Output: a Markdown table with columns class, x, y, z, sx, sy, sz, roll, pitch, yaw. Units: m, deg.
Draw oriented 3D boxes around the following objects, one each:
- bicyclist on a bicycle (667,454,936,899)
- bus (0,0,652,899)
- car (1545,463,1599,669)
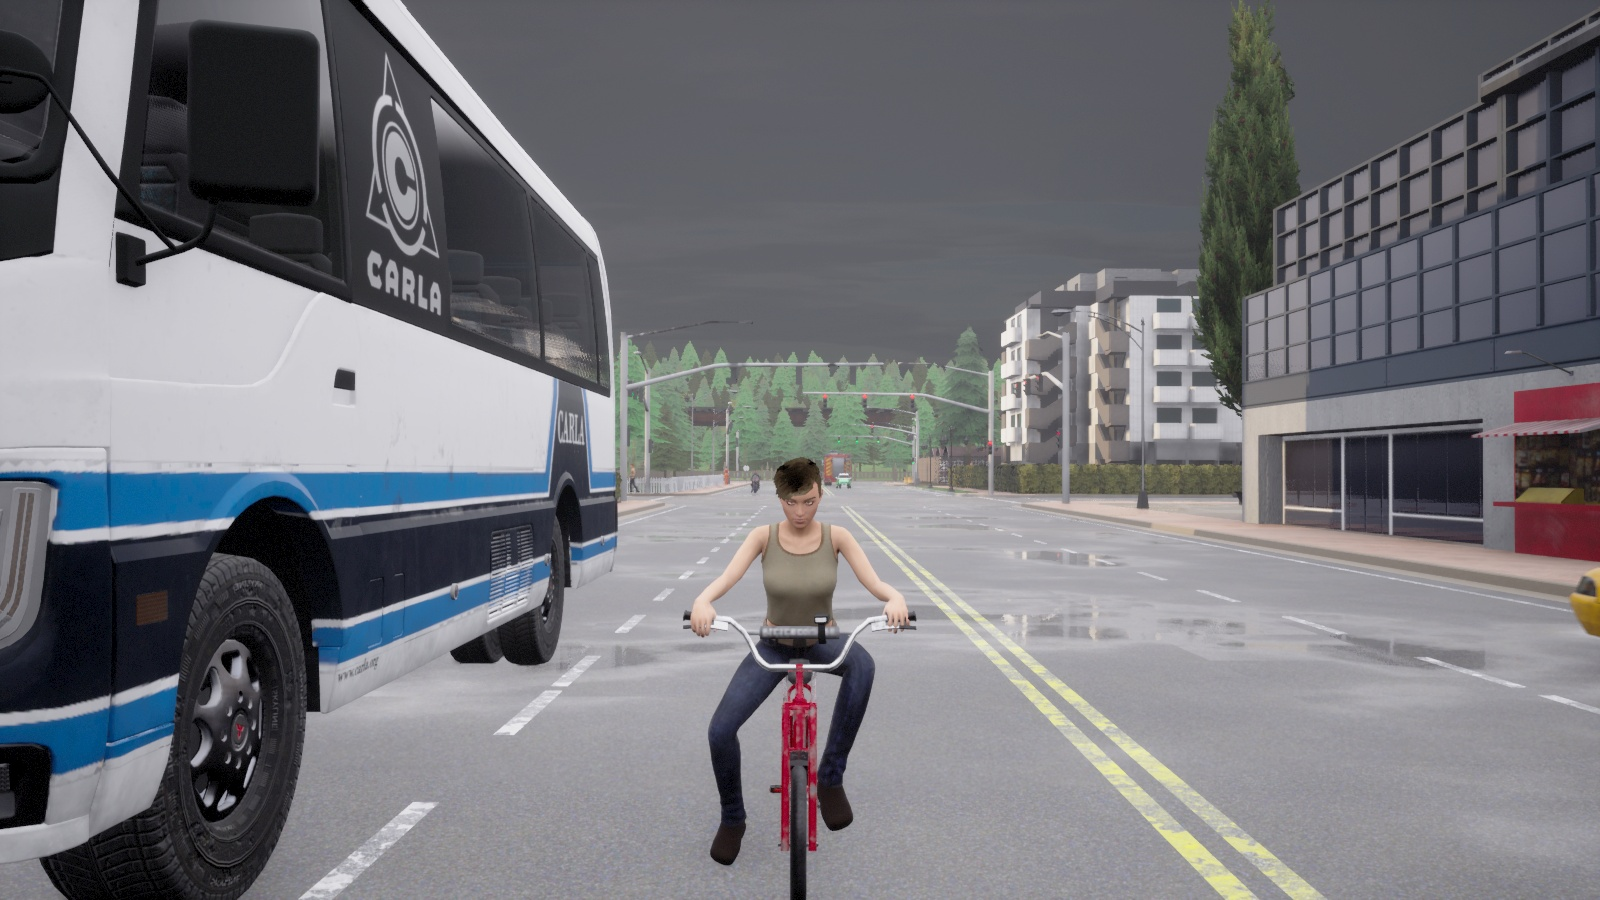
| class | x | y | z | sx | sy | sz | roll | pitch | yaw |
| --- | --- | --- | --- | --- | --- | --- | --- | --- | --- |
| bicyclist on a bicycle | 0.005 | 0.832 | 4.830 | 0.866 | 1.612 | 1.509 | 0 | -1 | 0 |
| bus | -3.490 | -0.422 | 7.526 | 3.944 | 4.253 | 10.273 | 0 | -1 | 0 |
| car | 7.015 | 0.853 | 7.624 | 1.801 | 1.575 | 5.366 | 0 | -1 | 0 |
